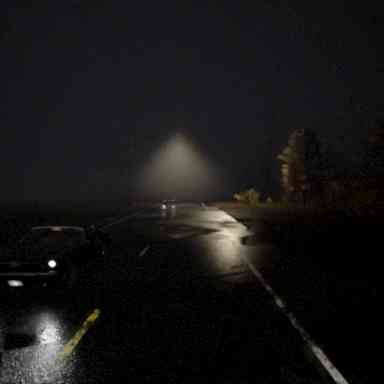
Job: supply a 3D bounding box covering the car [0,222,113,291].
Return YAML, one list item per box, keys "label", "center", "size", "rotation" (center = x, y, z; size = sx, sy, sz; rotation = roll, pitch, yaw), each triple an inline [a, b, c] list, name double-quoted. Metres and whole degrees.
- label: "car"
  center: [-3.603, 1.547, 8.994]
  size: [1.895, 1.301, 4.718]
  rotation: [0, 0, 0]

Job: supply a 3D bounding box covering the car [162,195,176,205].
- label: "car"
  center: [-3.579, 1.194, 52.920]
  size: [1.837, 1.490, 4.892]
  rotation: [0, 0, 0]

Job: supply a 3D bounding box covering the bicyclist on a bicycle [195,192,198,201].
- label: "bicyclist on a bicycle"
  center: [0.946, 0.967, 68.495]
  size: [0.659, 1.776, 1.843]
  rotation: [0, 1, 0]

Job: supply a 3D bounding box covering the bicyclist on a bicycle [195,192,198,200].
- label: "bicyclist on a bicycle"
  center: [0.944, 0.914, 77.495]
  size: [0.659, 1.776, 1.843]
  rotation: [0, 1, 0]
